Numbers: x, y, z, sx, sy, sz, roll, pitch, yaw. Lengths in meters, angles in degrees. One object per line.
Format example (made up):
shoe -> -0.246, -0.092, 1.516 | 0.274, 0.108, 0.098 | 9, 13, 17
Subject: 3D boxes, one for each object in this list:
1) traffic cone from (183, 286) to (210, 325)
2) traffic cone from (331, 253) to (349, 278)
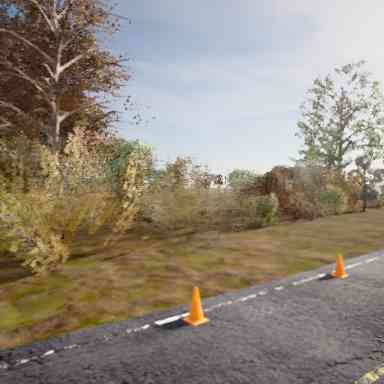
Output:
traffic cone -> 0.076, 1.951, 5.815 | 0.340, 0.580, 0.340 | 0, 0, -37
traffic cone -> 3.937, 1.927, 8.849 | 0.340, 0.580, 0.340 | 0, 0, -39
